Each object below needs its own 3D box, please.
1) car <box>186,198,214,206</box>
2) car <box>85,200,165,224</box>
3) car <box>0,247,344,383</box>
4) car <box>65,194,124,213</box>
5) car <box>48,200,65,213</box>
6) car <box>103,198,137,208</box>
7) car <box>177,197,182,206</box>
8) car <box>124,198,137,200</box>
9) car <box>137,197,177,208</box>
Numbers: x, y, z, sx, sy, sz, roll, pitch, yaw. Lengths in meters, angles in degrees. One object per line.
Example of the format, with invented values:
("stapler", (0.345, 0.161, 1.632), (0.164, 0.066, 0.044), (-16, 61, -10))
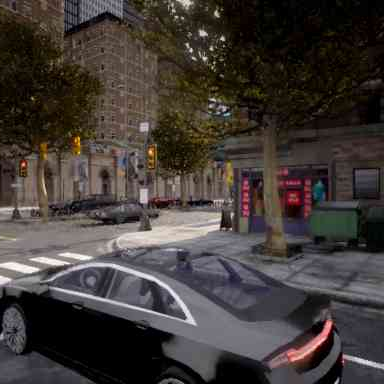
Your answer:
("car", (1.425, 1.601, 52.756), (1.895, 1.301, 4.718), (0, 0, 36))
("car", (-4.828, 1.548, 24.688), (2.033, 1.411, 5.357), (0, 0, 41))
("car", (-0.698, 1.497, 4.360), (4.902, 1.511, 2.128), (0, 0, 37))
("car", (-10.498, 1.221, 36.226), (2.150, 2.045, 5.566), (0, 0, 36))
("car", (-13.763, 1.547, 37.679), (2.033, 1.411, 5.357), (0, 0, 36))
("car", (-10.271, 1.595, 47.917), (1.895, 1.301, 4.718), (0, 0, 36))
("car", (-2.268, 1.564, 53.623), (1.994, 1.385, 4.181), (0, 0, 36))
("car", (-8.138, 1.526, 45.468), (1.812, 1.442, 4.674), (0, 0, 36))
("car", (-4.594, 1.478, 44.420), (1.882, 1.535, 5.008), (0, 0, 36))
